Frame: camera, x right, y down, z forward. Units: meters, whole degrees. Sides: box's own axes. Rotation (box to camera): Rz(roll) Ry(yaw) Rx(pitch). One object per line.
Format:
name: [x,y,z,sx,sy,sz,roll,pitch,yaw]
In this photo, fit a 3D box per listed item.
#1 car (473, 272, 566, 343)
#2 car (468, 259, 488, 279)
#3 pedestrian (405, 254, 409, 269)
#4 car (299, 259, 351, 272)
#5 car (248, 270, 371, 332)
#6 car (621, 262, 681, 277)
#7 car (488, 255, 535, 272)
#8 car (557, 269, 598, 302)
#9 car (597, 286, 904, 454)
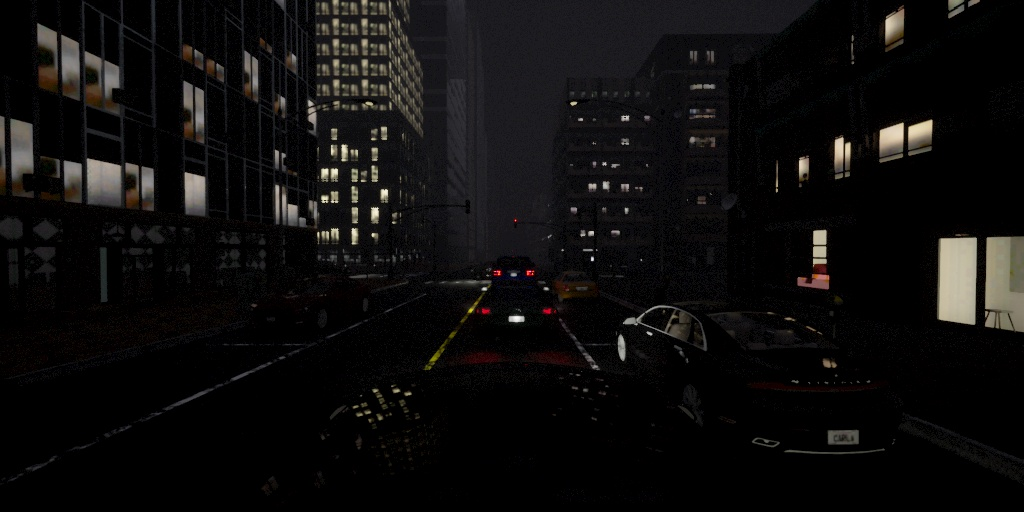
car: [0.094,1.311,9.643,1.994,1.385,4.181,0,0,0]
car: [-1.527,1.093,30.546,2.097,1.767,4.553,0,0,32]
pedestrian: [-12.568,0.667,42.973,0.375,1.860,0.375,0,0,1]
car: [-17.874,1.152,34.310,4.674,1.442,1.812,1,1,2]
car: [-5.826,1.292,10.918,1.888,1.381,4.507,0,0,0]
car: [14.171,1.393,37.083,5.357,1.411,2.033,0,1,1]
car: [0.085,0.966,19.451,2.150,2.045,5.566,0,0,0]
car: [2.811,1.270,16.678,1.751,1.417,4.829,0,0,0]
car: [2.816,1.299,5.220,2.007,1.370,4.403,0,0,0]
